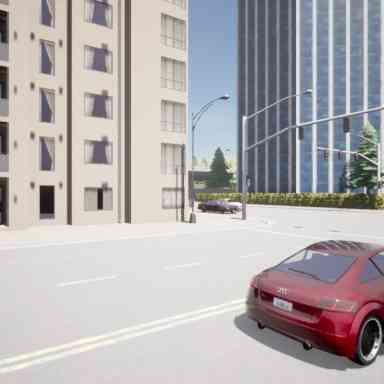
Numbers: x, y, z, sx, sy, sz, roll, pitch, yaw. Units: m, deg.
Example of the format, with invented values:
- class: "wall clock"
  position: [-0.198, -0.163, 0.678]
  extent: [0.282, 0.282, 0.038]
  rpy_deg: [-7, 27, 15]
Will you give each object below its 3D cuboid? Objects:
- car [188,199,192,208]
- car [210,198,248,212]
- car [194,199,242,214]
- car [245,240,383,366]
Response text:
- class: "car"
  position: [-1.578, 1.351, 47.955]
  extent: [2.097, 1.767, 4.553]
  rpy_deg: [0, 0, -35]
- class: "car"
  position: [4.303, 1.525, 39.488]
  extent: [1.812, 1.442, 4.674]
  rpy_deg: [0, 0, -35]
- class: "car"
  position: [2.698, 1.547, 35.625]
  extent: [2.033, 1.411, 5.357]
  rpy_deg: [0, 0, -35]
- class: "car"
  position: [2.934, 1.564, 5.868]
  extent: [4.181, 1.385, 1.994]
  rpy_deg: [0, 0, -35]
